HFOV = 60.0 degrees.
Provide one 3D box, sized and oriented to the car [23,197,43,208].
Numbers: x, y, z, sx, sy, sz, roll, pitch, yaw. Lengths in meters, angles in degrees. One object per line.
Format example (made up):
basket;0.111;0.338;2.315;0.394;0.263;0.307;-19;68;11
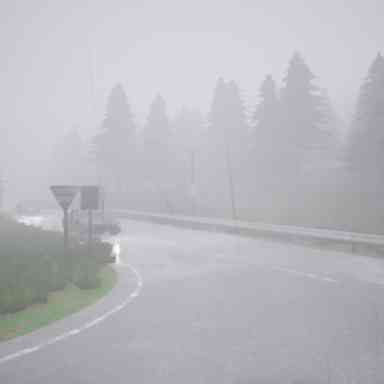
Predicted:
car;-24.371;1.570;50.926;1.837;1.490;4.892;0;0;-36

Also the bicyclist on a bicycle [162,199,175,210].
bicyclist on a bicycle;-1.701;1.343;25.091;1.656;1.620;0.582;-12;7;-35

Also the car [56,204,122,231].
car;-5.804;1.643;18.767;2.033;1.411;5.357;0;0;-36

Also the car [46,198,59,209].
car;-18.302;1.559;42.511;2.128;1.511;4.902;0;0;-35

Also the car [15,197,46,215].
car;-17.217;1.583;34.757;2.128;1.511;4.902;0;0;-35
